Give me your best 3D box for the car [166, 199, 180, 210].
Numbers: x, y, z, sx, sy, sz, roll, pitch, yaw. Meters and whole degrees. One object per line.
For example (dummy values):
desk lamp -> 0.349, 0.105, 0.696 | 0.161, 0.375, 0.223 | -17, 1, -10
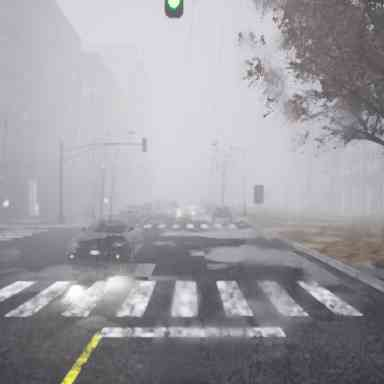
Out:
car -> -2.983, 2.078, 54.757 | 1.837, 1.490, 4.892 | 0, 0, 0

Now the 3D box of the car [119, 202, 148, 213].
car -> -5.679, 1.883, 31.163 | 2.008, 1.369, 4.403 | 0, -1, 0

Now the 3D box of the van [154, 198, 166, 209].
van -> -5.671, 1.987, 58.827 | 1.690, 1.788, 3.998 | 0, -1, 0

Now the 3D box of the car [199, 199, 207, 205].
car -> 2.717, 2.451, 80.951 | 1.887, 1.381, 4.507 | 0, -1, 0

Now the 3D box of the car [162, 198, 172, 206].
car -> -5.666, 2.280, 75.423 | 1.967, 1.590, 4.097 | 0, -1, 0

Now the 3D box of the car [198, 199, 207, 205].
car -> 2.718, 2.524, 86.483 | 2.008, 1.369, 4.403 | 0, -1, 0

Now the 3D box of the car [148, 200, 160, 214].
car -> -5.676, 2.007, 42.228 | 2.008, 1.369, 4.403 | 0, -1, 0

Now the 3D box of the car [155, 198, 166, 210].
car -> -5.672, 2.022, 53.294 | 1.967, 1.590, 4.097 | 0, -1, 0

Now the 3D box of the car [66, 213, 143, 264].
car -> -2.997, 1.693, 12.227 | 1.994, 1.385, 4.181 | 0, -1, 0

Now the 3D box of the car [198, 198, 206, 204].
car -> 2.720, 2.481, 92.016 | 1.967, 1.590, 4.097 | 0, -1, 0

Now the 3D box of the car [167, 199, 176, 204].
car -> -5.661, 2.591, 92.018 | 2.008, 1.369, 4.403 | 0, -1, 0

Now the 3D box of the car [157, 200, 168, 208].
car -> -5.669, 2.292, 64.356 | 1.802, 1.307, 4.206 | 0, -1, 0

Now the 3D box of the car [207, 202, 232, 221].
car -> 2.701, 1.877, 31.160 | 1.887, 1.381, 4.507 | 0, -1, 0

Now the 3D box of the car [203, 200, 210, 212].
car -> 2.704, 1.983, 42.395 | 1.752, 1.417, 4.829 | 0, -1, 0

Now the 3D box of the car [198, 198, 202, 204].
car -> 2.713, 2.302, 70.057 | 1.752, 1.417, 4.829 | 0, -1, 0

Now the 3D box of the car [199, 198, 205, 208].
car -> 2.710, 2.228, 58.821 | 1.802, 1.307, 4.206 | 0, -1, 0
